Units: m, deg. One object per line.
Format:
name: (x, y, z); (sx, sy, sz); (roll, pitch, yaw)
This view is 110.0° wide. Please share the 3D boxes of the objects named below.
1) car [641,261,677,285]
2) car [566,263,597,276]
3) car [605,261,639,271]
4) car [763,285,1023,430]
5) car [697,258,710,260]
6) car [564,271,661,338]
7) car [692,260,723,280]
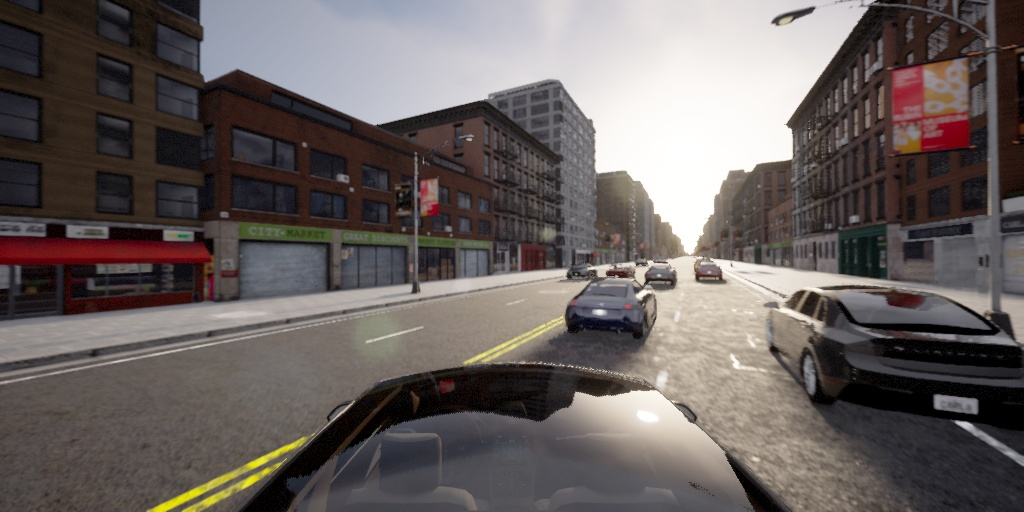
car: (10.839, 1.281, 26.048); (1.994, 1.385, 4.181); (-1, 0, 27)
car: (6.284, 1.346, 31.921); (1.994, 1.385, 4.181); (-1, 0, 27)
car: (9.365, 1.349, 30.817); (1.895, 1.301, 4.718); (-1, 0, 27)
car: (5.456, 1.212, 5.708); (1.837, 1.490, 4.892); (-1, 0, 27)
car: (21.760, 1.011, 40.808); (2.097, 1.767, 4.553); (-1, 0, 27)
car: (2.986, 1.310, 10.358); (1.994, 1.385, 4.181); (-1, 0, 27)
car: (16.408, 1.239, 30.001); (1.994, 1.385, 4.181); (-1, 0, 27)
